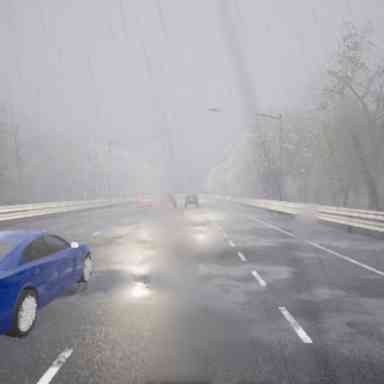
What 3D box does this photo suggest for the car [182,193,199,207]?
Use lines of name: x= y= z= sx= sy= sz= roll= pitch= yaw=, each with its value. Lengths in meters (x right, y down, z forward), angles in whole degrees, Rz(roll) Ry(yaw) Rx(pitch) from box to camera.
car: x=-0.021 y=1.295 z=52.525 sx=2.150 sy=2.045 sz=5.566 roll=0 pitch=0 yaw=0

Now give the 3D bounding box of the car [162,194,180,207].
car: x=-3.522 y=1.300 z=52.585 sx=2.150 sy=2.045 sz=5.566 roll=0 pitch=0 yaw=0

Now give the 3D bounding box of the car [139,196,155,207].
car: x=-7.022 y=1.435 z=52.513 sx=2.097 sy=1.767 sz=4.553 roll=0 pitch=0 yaw=0

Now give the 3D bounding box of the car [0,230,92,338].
car: x=-3.511 y=1.487 z=6.646 sx=1.882 sy=1.535 sz=5.008 roll=0 pitch=0 yaw=0

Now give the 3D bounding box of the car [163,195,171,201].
car: x=-7.032 y=1.642 z=94.337 sx=1.882 sy=1.535 sz=5.008 roll=0 pitch=0 yaw=0
